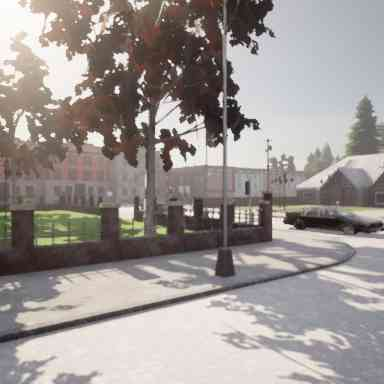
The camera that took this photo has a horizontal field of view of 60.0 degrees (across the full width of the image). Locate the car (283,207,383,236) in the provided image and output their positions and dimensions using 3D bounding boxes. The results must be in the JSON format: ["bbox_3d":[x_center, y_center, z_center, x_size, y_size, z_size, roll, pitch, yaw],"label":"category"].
[{"bbox_3d":[7.727,1.540,18.697,2.033,1.411,5.357,0,0,-35],"label":"car"}]

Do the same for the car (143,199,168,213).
[{"bbox_3d":[-3.369,1.484,34.347,2.128,1.511,4.902,0,0,-35],"label":"car"}]
